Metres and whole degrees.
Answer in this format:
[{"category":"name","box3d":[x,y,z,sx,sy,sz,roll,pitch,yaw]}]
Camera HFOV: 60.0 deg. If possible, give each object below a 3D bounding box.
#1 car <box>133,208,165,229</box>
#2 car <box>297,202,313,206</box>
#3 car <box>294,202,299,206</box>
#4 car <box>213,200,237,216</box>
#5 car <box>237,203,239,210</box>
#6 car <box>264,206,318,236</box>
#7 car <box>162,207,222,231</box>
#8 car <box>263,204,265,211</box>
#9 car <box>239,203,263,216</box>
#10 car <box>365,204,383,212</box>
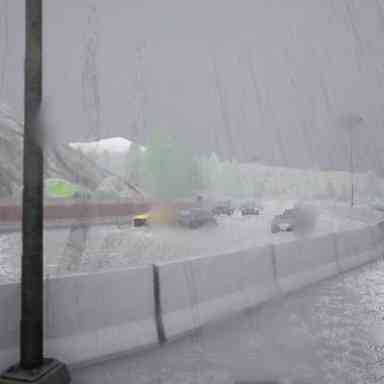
[{"category":"car","box3d":[-2.595,2.017,26.514,1.882,1.535,5.008,0,-1,33]},{"category":"car","box3d":[14.476,2.346,41.385,1.994,1.385,4.181,0,-1,15]},{"category":"car","box3d":[19.571,2.651,60.332,1.837,1.490,4.892,0,-1,15]},{"category":"car","box3d":[4.147,2.073,43.451,2.150,2.045,5.566,0,-1,15]},{"category":"car","box3d":[8.625,2.658,60.104,2.128,1.511,4.902,0,-1,15]},{"category":"car","box3d":[6.664,1.909,21.620,2.128,1.511,4.902,-1,-1,32]},{"category":"car","box3d":[0.109,2.054,24.355,1.994,1.385,4.181,-1,-1,34]},{"category":"car","box3d":[11.896,2.683,58.787,2.033,1.411,5.357,0,-1,15]},{"category":"car","box3d":[7.675,2.186,43.081,2.097,1.767,4.553,0,-1,15]},{"category":"car","box3d":[27.968,2.533,51.011,1.895,1.301,4.718,0,-1,15]}]
